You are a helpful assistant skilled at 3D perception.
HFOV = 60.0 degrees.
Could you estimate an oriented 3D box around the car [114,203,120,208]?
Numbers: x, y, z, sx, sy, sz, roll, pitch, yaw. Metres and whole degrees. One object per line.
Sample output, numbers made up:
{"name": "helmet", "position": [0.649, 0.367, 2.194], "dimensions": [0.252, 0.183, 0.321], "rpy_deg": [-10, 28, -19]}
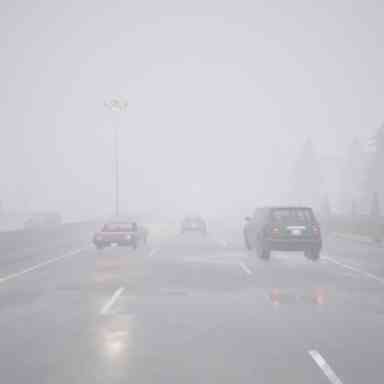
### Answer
{"name": "car", "position": [-17.481, 3.319, 80.486], "dimensions": [1.812, 1.442, 4.674], "rpy_deg": [0, 3, 0]}

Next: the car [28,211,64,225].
{"name": "car", "position": [-17.547, 3.068, 40.354], "dimensions": [2.128, 1.511, 4.902], "rpy_deg": [0, -3, 0]}

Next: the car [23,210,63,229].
{"name": "car", "position": [-14.067, 2.534, 31.606], "dimensions": [2.097, 1.767, 4.553], "rpy_deg": [0, -2, 0]}

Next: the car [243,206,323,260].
{"name": "car", "position": [3.604, 1.608, 14.130], "dimensions": [2.150, 2.045, 5.566], "rpy_deg": [0, -3, 0]}

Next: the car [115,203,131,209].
{"name": "car", "position": [-13.983, 3.782, 69.366], "dimensions": [1.837, 1.490, 4.892], "rpy_deg": [0, 1, 0]}

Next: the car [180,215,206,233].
{"name": "car", "position": [0.107, 2.522, 26.593], "dimensions": [1.994, 1.385, 4.181], "rpy_deg": [0, -3, 0]}

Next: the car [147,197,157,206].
{"name": "car", "position": [-10.467, 2.430, 87.909], "dimensions": [2.150, 2.045, 5.566], "rpy_deg": [0, 4, 0]}

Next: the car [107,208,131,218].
{"name": "car", "position": [-10.539, 3.428, 47.149], "dimensions": [2.033, 1.411, 5.357], "rpy_deg": [0, -3, 1]}

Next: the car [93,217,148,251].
{"name": "car", "position": [-3.396, 2.115, 16.717], "dimensions": [1.895, 1.301, 4.718], "rpy_deg": [0, -3, 0]}
